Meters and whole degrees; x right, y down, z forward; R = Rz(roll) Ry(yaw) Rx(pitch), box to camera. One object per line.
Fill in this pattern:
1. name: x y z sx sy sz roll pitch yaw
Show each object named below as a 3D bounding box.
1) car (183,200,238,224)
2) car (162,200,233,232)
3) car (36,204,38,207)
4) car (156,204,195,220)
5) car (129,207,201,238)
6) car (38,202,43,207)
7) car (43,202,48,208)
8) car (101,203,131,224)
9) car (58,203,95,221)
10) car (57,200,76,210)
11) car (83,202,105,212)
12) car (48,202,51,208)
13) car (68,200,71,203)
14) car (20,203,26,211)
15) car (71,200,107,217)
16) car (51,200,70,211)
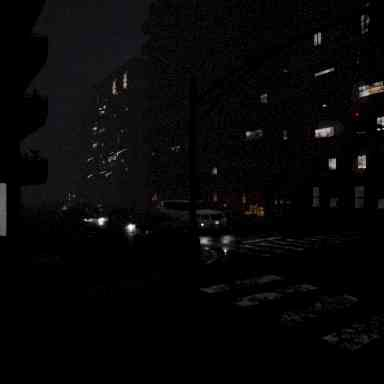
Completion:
1. car: 1.527 1.713 29.643 2.192 1.841 5.009 -1 0 -36
2. car: -0.127 1.538 22.145 2.150 2.045 5.566 0 -1 -36
3. car: -38.357 3.168 84.665 1.947 1.339 4.313 -1 0 -36
4. car: -1.791 2.045 34.227 1.887 1.381 4.507 -1 0 -36
5. car: -1.764 1.833 19.970 1.752 1.417 4.829 -1 0 -36
6. car: -35.038 3.049 80.077 1.887 1.381 4.507 -1 0 -36
7. car: -31.712 2.972 75.492 1.947 1.339 4.313 -1 0 -36
8. car: -6.140 2.050 30.439 2.033 1.411 5.357 0 -1 -36
9. car: -11.838 2.163 33.863 1.887 1.381 4.507 -1 0 -36
10. car: -25.069 2.524 66.322 2.192 1.841 5.009 -1 0 -36
11. car: -16.312 2.432 55.097 1.882 1.535 5.008 0 -1 -36
12. car: -28.394 2.623 70.908 2.192 1.841 5.009 -1 0 -36
13. car: -16.707 2.390 50.463 2.128 1.511 4.902 0 -1 -36
14. car: -31.786 2.769 61.374 1.887 1.381 4.507 -1 0 -36
15. car: -12.031 2.035 38.584 2.097 1.767 4.553 0 -1 -36
16. car: -23.181 2.600 59.394 1.837 1.490 4.892 0 -1 -36
